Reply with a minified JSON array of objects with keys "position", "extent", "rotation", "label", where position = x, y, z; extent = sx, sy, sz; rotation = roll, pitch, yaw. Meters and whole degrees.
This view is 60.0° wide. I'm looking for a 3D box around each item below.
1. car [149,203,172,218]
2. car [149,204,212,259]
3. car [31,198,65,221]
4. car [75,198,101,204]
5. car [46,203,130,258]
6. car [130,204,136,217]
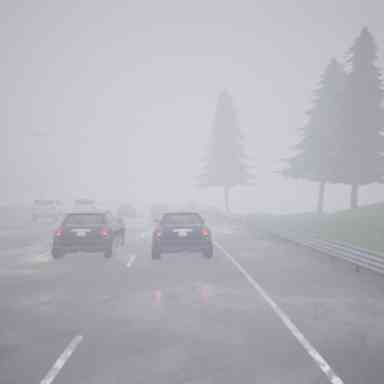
[{"position":[-3.402,1.911,35.177],"extent":[1.994,1.385,4.181],"rotation":[0,-1,-11],"label":"car"},{"position":[-0.479,1.480,13.479],"extent":[2.097,1.767,4.553],"rotation":[0,-1,-4],"label":"car"},{"position":[-13.305,1.589,31.162],"extent":[2.150,2.045,5.566],"rotation":[0,0,-11],"label":"car"},{"position":[-9.709,1.567,31.052],"extent":[2.150,2.045,5.566],"rotation":[0,0,-10],"label":"car"},{"position":[-3.991,1.502,13.607],"extent":[2.097,1.767,4.553],"rotation":[0,-1,-4],"label":"car"},{"position":[-7.081,1.935,35.577],"extent":[1.994,1.385,4.181],"rotation":[0,-1,-12],"label":"car"}]
